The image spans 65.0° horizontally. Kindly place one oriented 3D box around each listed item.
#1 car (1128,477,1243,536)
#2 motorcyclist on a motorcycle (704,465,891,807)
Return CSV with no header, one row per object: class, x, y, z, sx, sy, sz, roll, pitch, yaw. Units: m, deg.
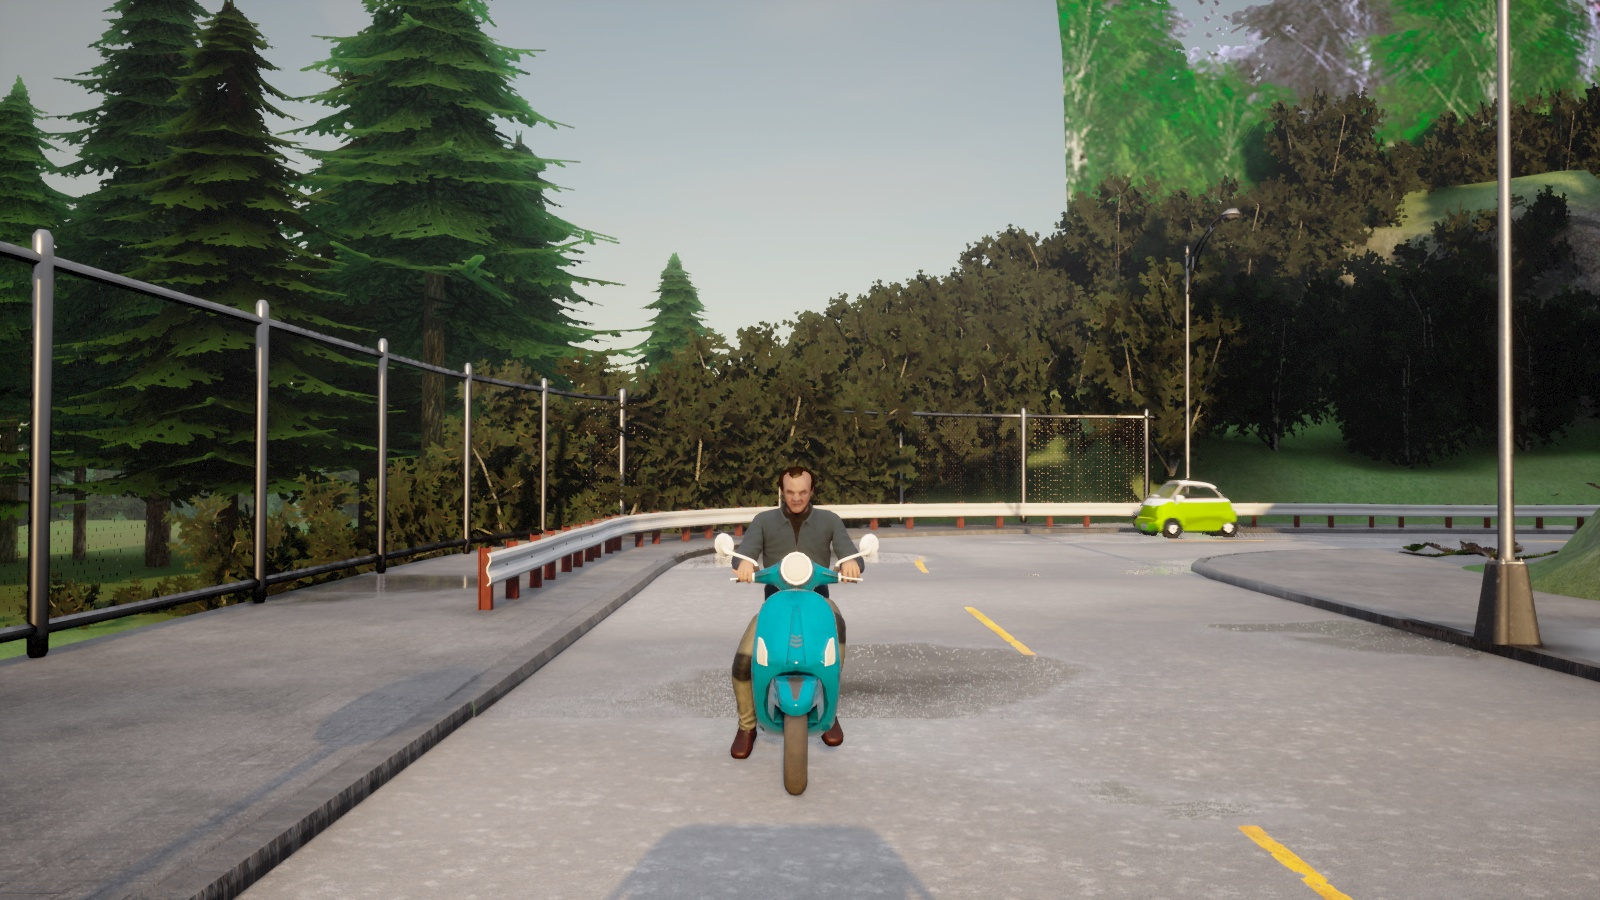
car,9.257,1.341,30.249,2.207,1.376,1.481,0,-1,-9
motorcyclist on a motorcycle,-0.012,0.881,6.766,0.866,1.590,1.817,0,-1,0
